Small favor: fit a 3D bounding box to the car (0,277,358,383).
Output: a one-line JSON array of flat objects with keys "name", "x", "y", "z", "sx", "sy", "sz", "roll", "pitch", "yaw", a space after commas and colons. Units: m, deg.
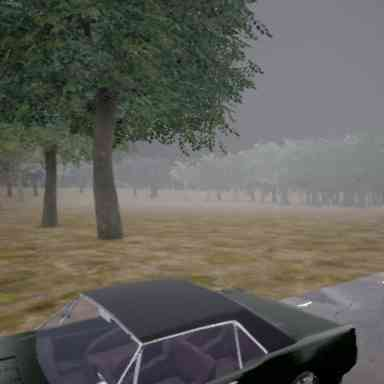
[{"name": "car", "x": -0.638, "y": 1.608, "z": 2.923, "sx": 4.718, "sy": 1.301, "sz": 1.895, "roll": 1, "pitch": 0, "yaw": -35}]
